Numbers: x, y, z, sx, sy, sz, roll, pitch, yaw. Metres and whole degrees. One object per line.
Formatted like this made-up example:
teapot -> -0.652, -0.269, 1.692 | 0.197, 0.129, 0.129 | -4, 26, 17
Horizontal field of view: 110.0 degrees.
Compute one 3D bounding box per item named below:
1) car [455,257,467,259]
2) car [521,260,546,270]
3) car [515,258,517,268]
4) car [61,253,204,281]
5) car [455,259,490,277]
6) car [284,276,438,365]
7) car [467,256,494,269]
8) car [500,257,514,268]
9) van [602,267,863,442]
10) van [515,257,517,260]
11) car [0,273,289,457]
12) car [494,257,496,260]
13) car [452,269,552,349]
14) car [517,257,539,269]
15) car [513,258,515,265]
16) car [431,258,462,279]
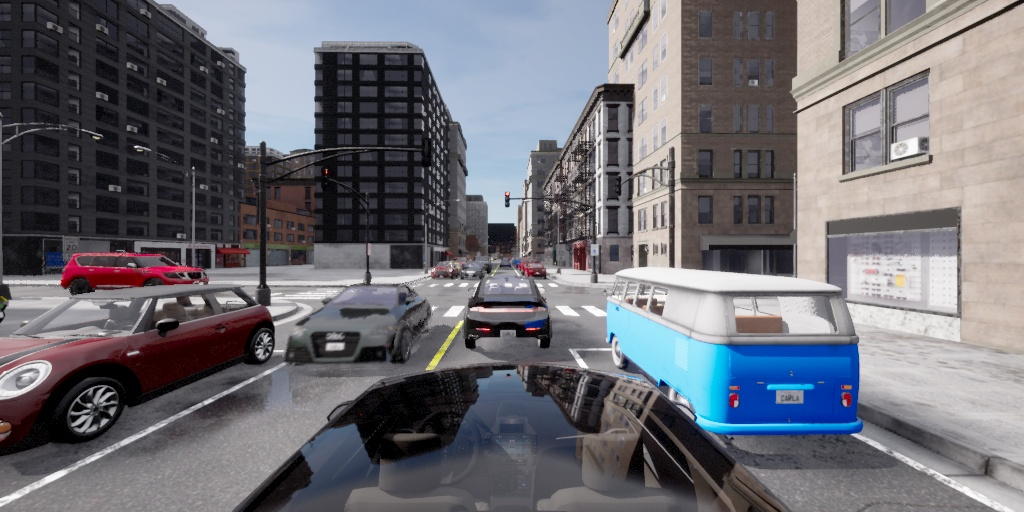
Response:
car -> -6.149, 1.071, 42.771 | 2.192, 1.841, 5.009 | 0, 0, -1
car -> 2.078, 1.300, 32.105 | 1.888, 1.381, 4.507 | 0, 0, -1
car -> 1.773, 1.302, 48.331 | 1.888, 1.381, 4.507 | 0, 0, -1
car -> -17.797, 0.884, 17.089 | 5.566, 2.045, 2.150 | 1, 0, -1
car -> -3.394, 1.247, 31.602 | 2.128, 1.511, 4.902 | 0, 0, -1
car -> -3.031, 1.315, 7.926 | 1.994, 1.385, 4.181 | 0, 0, -3
car -> -3.584, 0.978, 41.765 | 2.150, 2.045, 5.566 | 0, 0, 0
car -> -1.128, 1.319, 62.265 | 1.994, 1.385, 4.181 | 0, 0, -1
van -> 2.585, 1.091, 5.229 | 1.690, 1.789, 3.998 | 0, 0, -1
van -> 1.671, 1.097, 53.740 | 1.690, 1.789, 3.998 | 0, 0, -1
car -> -5.439, 1.190, 5.078 | 1.967, 1.591, 4.097 | 0, 0, -1
car -> -3.780, 1.304, 52.167 | 2.033, 1.411, 5.357 | 0, 0, -1
car -> -0.125, 1.243, 9.164 | 2.128, 1.511, 4.902 | 0, 0, -1
car -> 1.977, 1.070, 37.513 | 2.192, 1.841, 5.009 | 0, 0, -1
car -> 1.569, 1.321, 59.148 | 1.948, 1.339, 4.313 | 0, 0, -1
car -> -5.945, 1.195, 31.954 | 1.967, 1.591, 4.097 | 0, 0, -1
